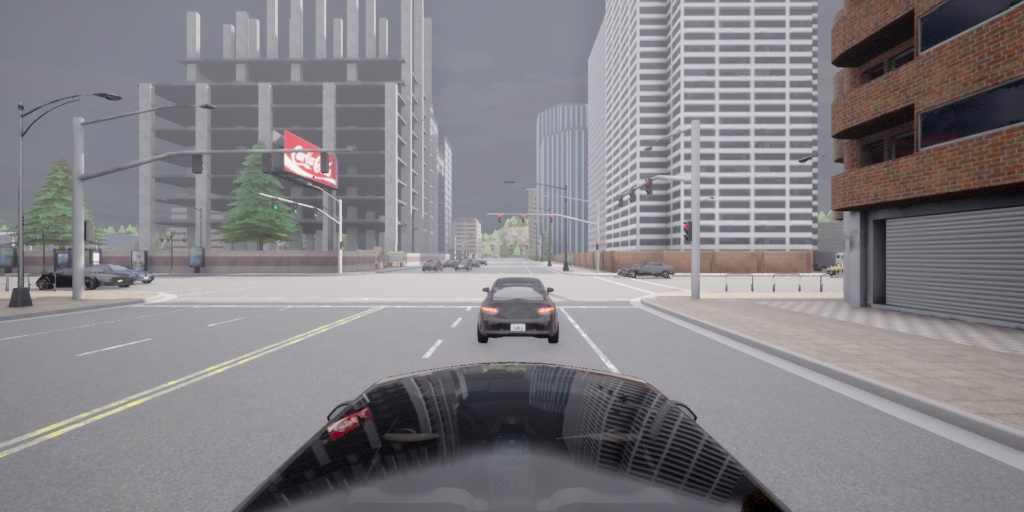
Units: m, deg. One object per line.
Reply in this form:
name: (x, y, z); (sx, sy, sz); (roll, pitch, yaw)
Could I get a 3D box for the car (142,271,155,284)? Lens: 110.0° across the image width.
car: (-27.853, 1.275, 25.035); (4.674, 1.442, 1.812); (0, 0, 0)

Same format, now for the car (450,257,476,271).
car: (-6.533, 1.240, 48.558); (2.128, 1.511, 4.902); (0, 0, 1)

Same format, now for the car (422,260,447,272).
car: (-10.073, 1.253, 45.652); (1.837, 1.490, 4.892); (0, 0, 1)

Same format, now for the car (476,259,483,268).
car: (-6.383, 1.253, 59.592); (1.837, 1.490, 4.892); (0, 0, 1)

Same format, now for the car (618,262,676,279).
car: (11.956, 1.241, 31.959); (4.902, 1.511, 2.128); (0, 0, 0)

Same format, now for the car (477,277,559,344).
car: (0.161, 1.276, 9.513); (1.812, 1.442, 4.674); (0, 0, 1)

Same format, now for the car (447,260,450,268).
car: (-9.917, 1.295, 57.583); (2.033, 1.411, 5.357); (0, 0, 1)

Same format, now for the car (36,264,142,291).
car: (-25.501, 1.313, 21.518); (4.181, 1.385, 1.994); (0, 0, 0)

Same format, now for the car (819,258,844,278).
car: (30.834, 1.227, 31.804); (5.008, 1.535, 1.882); (0, 0, 1)
